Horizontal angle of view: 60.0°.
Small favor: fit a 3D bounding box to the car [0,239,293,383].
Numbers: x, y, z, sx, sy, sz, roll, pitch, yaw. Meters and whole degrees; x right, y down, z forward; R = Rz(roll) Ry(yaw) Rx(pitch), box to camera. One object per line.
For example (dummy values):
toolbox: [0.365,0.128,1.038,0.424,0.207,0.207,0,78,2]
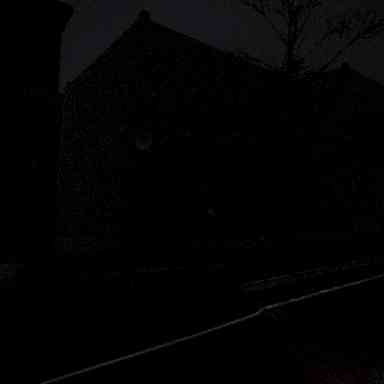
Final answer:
car: [-1.317,1.356,2.623,4.553,1.767,2.097,1,0,-35]
